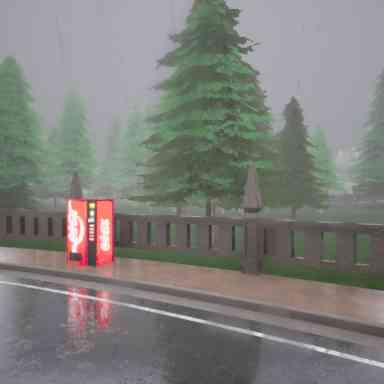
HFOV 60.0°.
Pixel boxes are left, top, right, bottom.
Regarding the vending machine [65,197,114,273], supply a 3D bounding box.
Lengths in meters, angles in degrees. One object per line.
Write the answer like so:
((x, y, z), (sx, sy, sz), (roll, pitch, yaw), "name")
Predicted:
((-3.012, 1.195, 9.875), (0.880, 2.100, 1.100), (0, 0, 25), "vending machine")
